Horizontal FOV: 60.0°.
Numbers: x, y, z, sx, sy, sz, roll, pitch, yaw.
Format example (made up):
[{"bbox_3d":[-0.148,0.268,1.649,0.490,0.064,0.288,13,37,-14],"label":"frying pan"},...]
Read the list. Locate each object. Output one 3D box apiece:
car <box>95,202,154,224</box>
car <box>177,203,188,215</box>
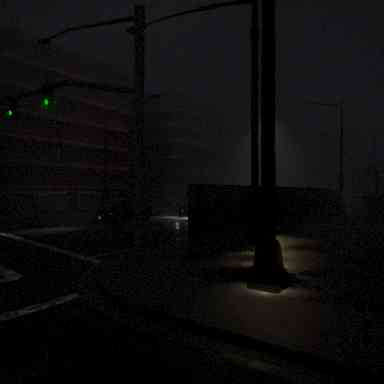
[{"bbox_3d":[-4.911,1.491,24.772,2.128,1.511,4.902,0,0,35],"label":"car"},{"bbox_3d":[0.527,1.505,32.516,1.837,1.490,4.892,0,0,35],"label":"car"}]
